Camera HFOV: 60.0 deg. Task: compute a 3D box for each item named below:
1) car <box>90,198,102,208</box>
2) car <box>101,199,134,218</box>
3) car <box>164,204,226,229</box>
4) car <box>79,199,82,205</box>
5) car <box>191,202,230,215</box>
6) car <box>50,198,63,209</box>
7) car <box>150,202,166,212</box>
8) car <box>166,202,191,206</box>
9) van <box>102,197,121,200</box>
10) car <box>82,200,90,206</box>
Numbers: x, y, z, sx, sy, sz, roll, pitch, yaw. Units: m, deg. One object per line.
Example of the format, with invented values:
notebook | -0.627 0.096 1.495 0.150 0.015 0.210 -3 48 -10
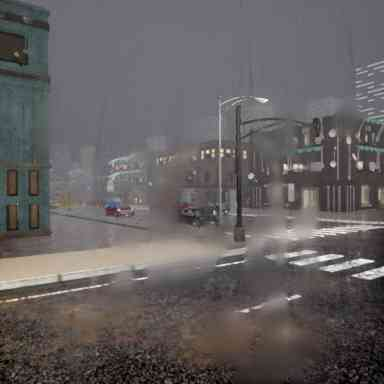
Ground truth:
car | -16.942 1.939 62.965 2.192 1.841 5.009 -1 0 -35
car | -7.787 1.846 35.533 1.967 1.590 4.097 -1 0 -35
car | 0.134 1.814 24.137 1.947 1.339 4.313 -1 0 -35
car | -26.530 2.363 76.519 1.947 1.339 4.313 -1 0 -35
car | 2.252 1.809 35.859 2.008 1.369 4.403 -2 0 -35
car | -23.677 2.232 57.983 1.752 1.417 4.829 -1 0 -35
car | -4.142 1.966 44.894 1.802 1.307 4.206 -1 0 -35
car | -0.945 1.903 40.377 1.802 1.307 4.206 -2 0 -35
van | -13.743 1.906 58.447 1.690 1.788 3.998 -1 0 -35
car | -20.134 2.227 67.483 1.887 1.381 4.507 -1 0 -35
